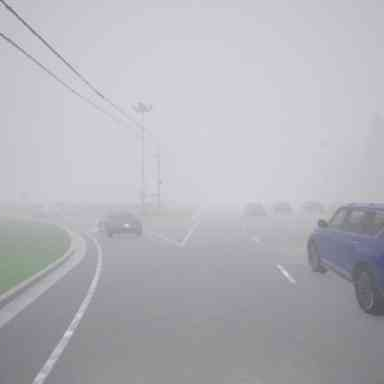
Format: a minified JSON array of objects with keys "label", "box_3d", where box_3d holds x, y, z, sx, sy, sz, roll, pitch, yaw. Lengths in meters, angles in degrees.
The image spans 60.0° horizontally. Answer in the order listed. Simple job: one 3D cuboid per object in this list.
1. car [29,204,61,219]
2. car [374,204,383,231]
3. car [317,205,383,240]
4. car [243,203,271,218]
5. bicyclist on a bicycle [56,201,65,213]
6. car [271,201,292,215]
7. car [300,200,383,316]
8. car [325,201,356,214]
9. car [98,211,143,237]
[{"label":"car","box_3d":[-15.685,2.044,35.658,4.674,1.442,1.812,-1,-1,43]},{"label":"car","box_3d":[12.154,1.514,18.191,1.882,1.535,5.008,-1,-1,4]},{"label":"car","box_3d":[8.660,1.555,18.409,1.882,1.535,5.008,-1,-1,4]},{"label":"car","box_3d":[6.228,1.794,33.348,2.033,1.411,5.357,-1,-1,4]},{"label":"bicyclist on a bicycle","box_3d":[-16.728,1.890,41.901,0.582,1.620,1.656,-1,0,37]},{"label":"car","box_3d":[10.068,1.751,37.947,1.837,1.490,4.892,-1,-1,4]},{"label":"car","box_3d":[4.373,1.246,7.636,2.150,2.045,5.566,-1,0,4]},{"label":"car","box_3d":[17.127,1.735,38.519,1.994,1.385,4.181,-1,-1,4]},{"label":"car","box_3d":[-4.354,1.804,19.871,1.994,1.385,4.181,0,-1,-24]}]
